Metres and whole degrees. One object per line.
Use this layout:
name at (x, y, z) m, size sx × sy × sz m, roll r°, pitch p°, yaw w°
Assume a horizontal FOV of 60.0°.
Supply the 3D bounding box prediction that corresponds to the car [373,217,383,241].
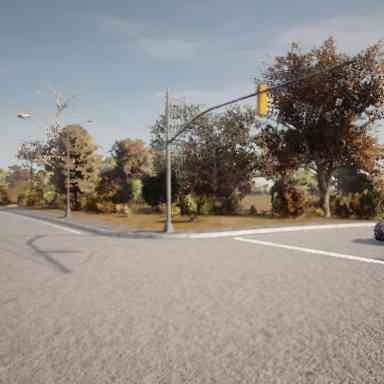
car at (10.497, 1.584, 15.753) m, size 4.892 × 1.490 × 1.837 m, roll 2°, pitch -1°, yaw -35°
